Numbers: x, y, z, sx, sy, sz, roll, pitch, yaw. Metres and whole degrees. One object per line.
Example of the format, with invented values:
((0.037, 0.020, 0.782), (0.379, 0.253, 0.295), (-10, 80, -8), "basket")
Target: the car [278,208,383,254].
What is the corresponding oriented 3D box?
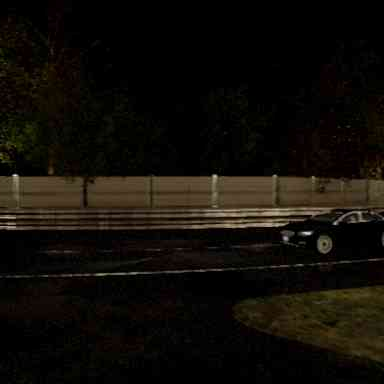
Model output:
((5.682, 1.397, 12.765), (4.902, 1.511, 2.128), (0, 0, -19), "car")
